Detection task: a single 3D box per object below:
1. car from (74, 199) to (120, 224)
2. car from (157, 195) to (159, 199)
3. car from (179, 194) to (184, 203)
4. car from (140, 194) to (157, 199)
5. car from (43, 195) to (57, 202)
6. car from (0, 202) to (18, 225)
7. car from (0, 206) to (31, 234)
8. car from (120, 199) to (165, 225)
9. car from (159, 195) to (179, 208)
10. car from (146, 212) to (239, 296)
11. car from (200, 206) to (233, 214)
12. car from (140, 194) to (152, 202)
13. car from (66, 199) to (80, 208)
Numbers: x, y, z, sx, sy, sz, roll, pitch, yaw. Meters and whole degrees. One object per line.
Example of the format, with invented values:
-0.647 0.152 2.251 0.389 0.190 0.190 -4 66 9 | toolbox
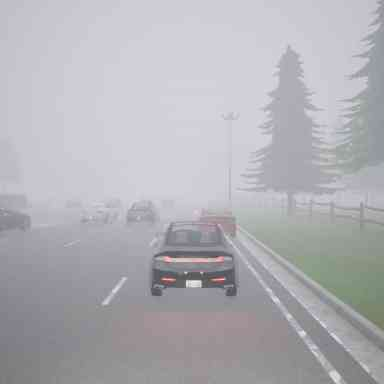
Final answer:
-6.921 1.525 24.950 1.812 1.442 4.674 0 0 0 | car
-7.022 1.525 77.658 2.128 1.511 4.902 0 0 0 | car
-3.446 1.499 70.783 2.128 1.511 4.902 0 0 0 | car
-6.913 1.477 49.815 1.882 1.535 5.008 0 0 0 | car
-31.744 1.478 74.147 1.882 1.535 5.008 0 0 -40 | car
-13.906 1.477 22.228 1.882 1.535 5.008 0 0 0 | car
-10.405 1.491 17.654 2.128 1.511 4.902 0 0 0 | car
-3.407 1.491 23.762 2.128 1.511 4.902 0 0 0 | car
-3.414 1.477 49.311 1.882 1.535 5.008 0 0 0 | car
0.050 1.491 8.599 2.128 1.511 4.902 0 0 0 | car
1.220 1.478 17.941 1.882 1.535 5.008 0 0 0 | car
-10.520 1.355 76.918 2.097 1.767 4.553 0 0 0 | car
-16.936 1.600 47.683 1.895 1.301 4.718 0 0 -16 | car
